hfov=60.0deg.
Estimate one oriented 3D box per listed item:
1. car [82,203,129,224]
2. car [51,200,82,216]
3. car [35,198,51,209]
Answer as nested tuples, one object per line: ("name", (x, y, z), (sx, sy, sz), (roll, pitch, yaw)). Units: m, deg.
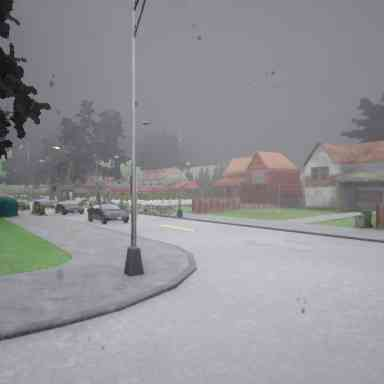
("car", (-6.344, 1.526, 24.792), (1.812, 1.442, 4.674), (0, 0, -36))
("car", (-12.240, 1.526, 33.054), (1.812, 1.442, 4.674), (0, 0, -36))
("car", (-19.006, 1.526, 42.589), (1.812, 1.442, 4.674), (0, 0, -36))
